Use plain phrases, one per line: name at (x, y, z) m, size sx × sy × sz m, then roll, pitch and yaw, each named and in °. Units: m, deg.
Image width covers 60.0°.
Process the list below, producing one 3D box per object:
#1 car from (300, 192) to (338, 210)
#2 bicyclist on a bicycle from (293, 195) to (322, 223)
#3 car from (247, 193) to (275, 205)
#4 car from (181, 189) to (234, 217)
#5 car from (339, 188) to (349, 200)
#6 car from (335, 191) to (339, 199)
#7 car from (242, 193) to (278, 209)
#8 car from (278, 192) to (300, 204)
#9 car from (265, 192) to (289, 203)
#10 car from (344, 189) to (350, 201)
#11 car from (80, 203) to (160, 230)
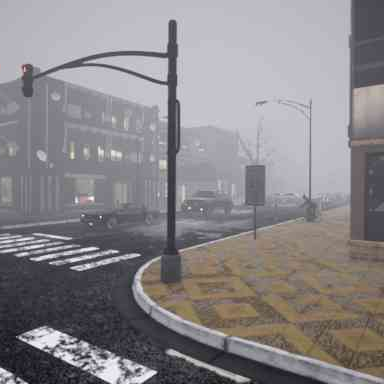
car at (12.659, 0.992, 33.059) m, size 2.008 × 1.369 × 4.403 m, roll 2°, pitch 2°, yaw 35°
bicyclist on a bicycle at (6.785, 1.002, 19.589) m, size 1.656 × 1.620 × 0.582 m, roll 0°, pitch 1°, yaw 35°
car at (8.870, 0.819, 42.611) m, size 1.887 × 1.381 × 4.507 m, roll 2°, pitch 2°, yaw 35°
car at (1.379, 0.796, 27.129) m, size 2.150 × 2.045 × 5.566 m, roll 1°, pitch 1°, yaw 35°
car at (24.218, 0.570, 54.545) m, size 2.033 × 1.411 × 5.357 m, roll 1°, pitch 1°, yaw 36°
car at (18.538, 0.786, 46.308) m, size 1.895 × 1.301 × 4.718 m, roll 1°, pitch 1°, yaw 35°
car at (7.089, 1.011, 35.379) m, size 1.895 × 1.301 × 4.718 m, roll 1°, pitch 1°, yaw 35°
car at (12.961, 0.769, 43.792) m, size 1.812 × 1.442 × 4.674 m, roll 1°, pitch 1°, yaw 34°
car at (12.109, 0.764, 47.234) m, size 1.802 × 1.307 × 4.206 m, roll 2°, pitch 2°, yaw 35°
car at (25.418, 0.617, 51.680) m, size 1.887 × 1.381 × 4.507 m, roll 2°, pitch 2°, yaw 35°
car at (-4.062, 1.332, 19.289) m, size 1.895 × 1.301 × 4.718 m, roll 1°, pitch 1°, yaw 35°
